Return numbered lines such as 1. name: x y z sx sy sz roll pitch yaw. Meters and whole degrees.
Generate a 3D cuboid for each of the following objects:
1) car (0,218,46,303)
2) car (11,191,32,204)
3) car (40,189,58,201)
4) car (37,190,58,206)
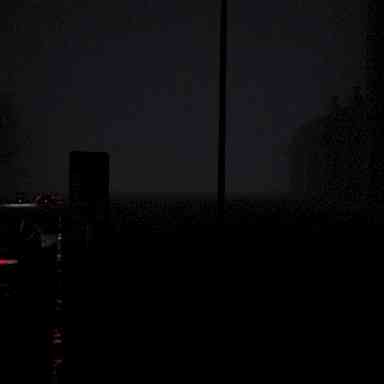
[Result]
1. car: -4.433 1.327 7.398 2.128 1.511 4.902 0 1 -22
2. car: -19.919 0.585 39.123 2.033 1.411 5.357 0 1 -22
3. car: -19.506 0.405 45.564 2.128 1.511 4.902 0 1 -22
4. car: -15.669 0.678 35.985 1.812 1.442 4.674 0 1 -21
